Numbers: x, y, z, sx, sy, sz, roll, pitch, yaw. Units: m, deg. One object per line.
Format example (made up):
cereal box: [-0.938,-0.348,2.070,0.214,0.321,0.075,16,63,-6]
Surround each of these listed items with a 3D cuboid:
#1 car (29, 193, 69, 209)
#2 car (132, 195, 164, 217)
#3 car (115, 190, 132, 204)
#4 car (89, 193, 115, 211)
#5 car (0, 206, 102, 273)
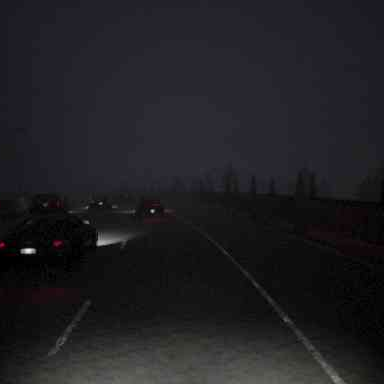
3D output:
car: [-10.231,0.859,24.057,2.097,1.767,4.553,0,1,-14]
car: [-3.252,0.982,24.958,1.837,1.490,4.892,0,2,-14]
car: [-8.636,0.497,41.047,2.097,1.767,4.553,-1,1,-23]
car: [-8.415,0.933,30.415,1.994,1.385,4.181,0,1,-17]
car: [-4.158,1.356,10.027,1.994,1.385,4.181,0,1,-6]
